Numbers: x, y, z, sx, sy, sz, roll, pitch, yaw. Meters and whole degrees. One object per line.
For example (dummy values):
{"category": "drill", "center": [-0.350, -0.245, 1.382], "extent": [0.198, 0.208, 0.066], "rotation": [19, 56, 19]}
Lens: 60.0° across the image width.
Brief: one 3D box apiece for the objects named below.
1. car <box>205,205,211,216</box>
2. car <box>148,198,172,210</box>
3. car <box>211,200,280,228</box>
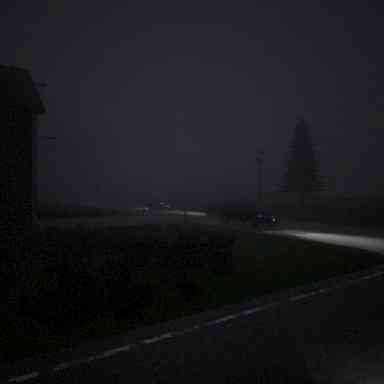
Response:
{"category": "car", "center": [3.019, 1.491, 30.197], "extent": [2.128, 1.511, 4.902], "rotation": [0, 0, -31]}
{"category": "car", "center": [-4.073, 1.526, 42.329], "extent": [1.812, 1.442, 4.674], "rotation": [0, 0, -30]}
{"category": "car", "center": [3.727, 1.440, 22.286], "extent": [2.128, 1.511, 4.902], "rotation": [0, 0, -30]}
